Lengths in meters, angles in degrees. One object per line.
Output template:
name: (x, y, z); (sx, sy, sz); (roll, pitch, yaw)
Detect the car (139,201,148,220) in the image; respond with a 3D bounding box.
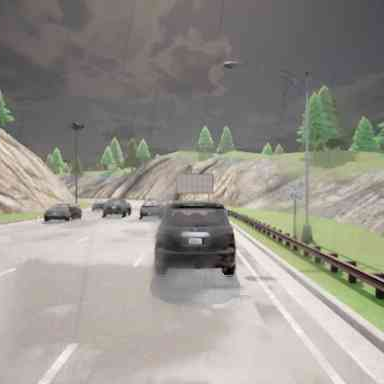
car: (-3.530, 1.580, 29.642); (2.128, 1.511, 4.902); (0, -1, -2)

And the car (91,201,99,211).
car: (-11.437, 1.731, 42.218); (1.895, 1.301, 4.718); (0, 0, -7)

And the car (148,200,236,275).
car: (0.085, 1.258, 10.649); (2.150, 2.045, 5.566); (0, 0, 0)

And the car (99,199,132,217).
car: (-7.139, 1.451, 32.123); (2.097, 1.767, 4.553); (0, 0, -2)

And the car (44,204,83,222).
car: (-10.483, 1.648, 27.351); (1.994, 1.385, 4.181); (0, 0, -1)

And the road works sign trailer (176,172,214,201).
road works sign trailer: (0.182, 0.530, 21.410); (2.380, 3.560, 2.880); (0, 0, 0)
